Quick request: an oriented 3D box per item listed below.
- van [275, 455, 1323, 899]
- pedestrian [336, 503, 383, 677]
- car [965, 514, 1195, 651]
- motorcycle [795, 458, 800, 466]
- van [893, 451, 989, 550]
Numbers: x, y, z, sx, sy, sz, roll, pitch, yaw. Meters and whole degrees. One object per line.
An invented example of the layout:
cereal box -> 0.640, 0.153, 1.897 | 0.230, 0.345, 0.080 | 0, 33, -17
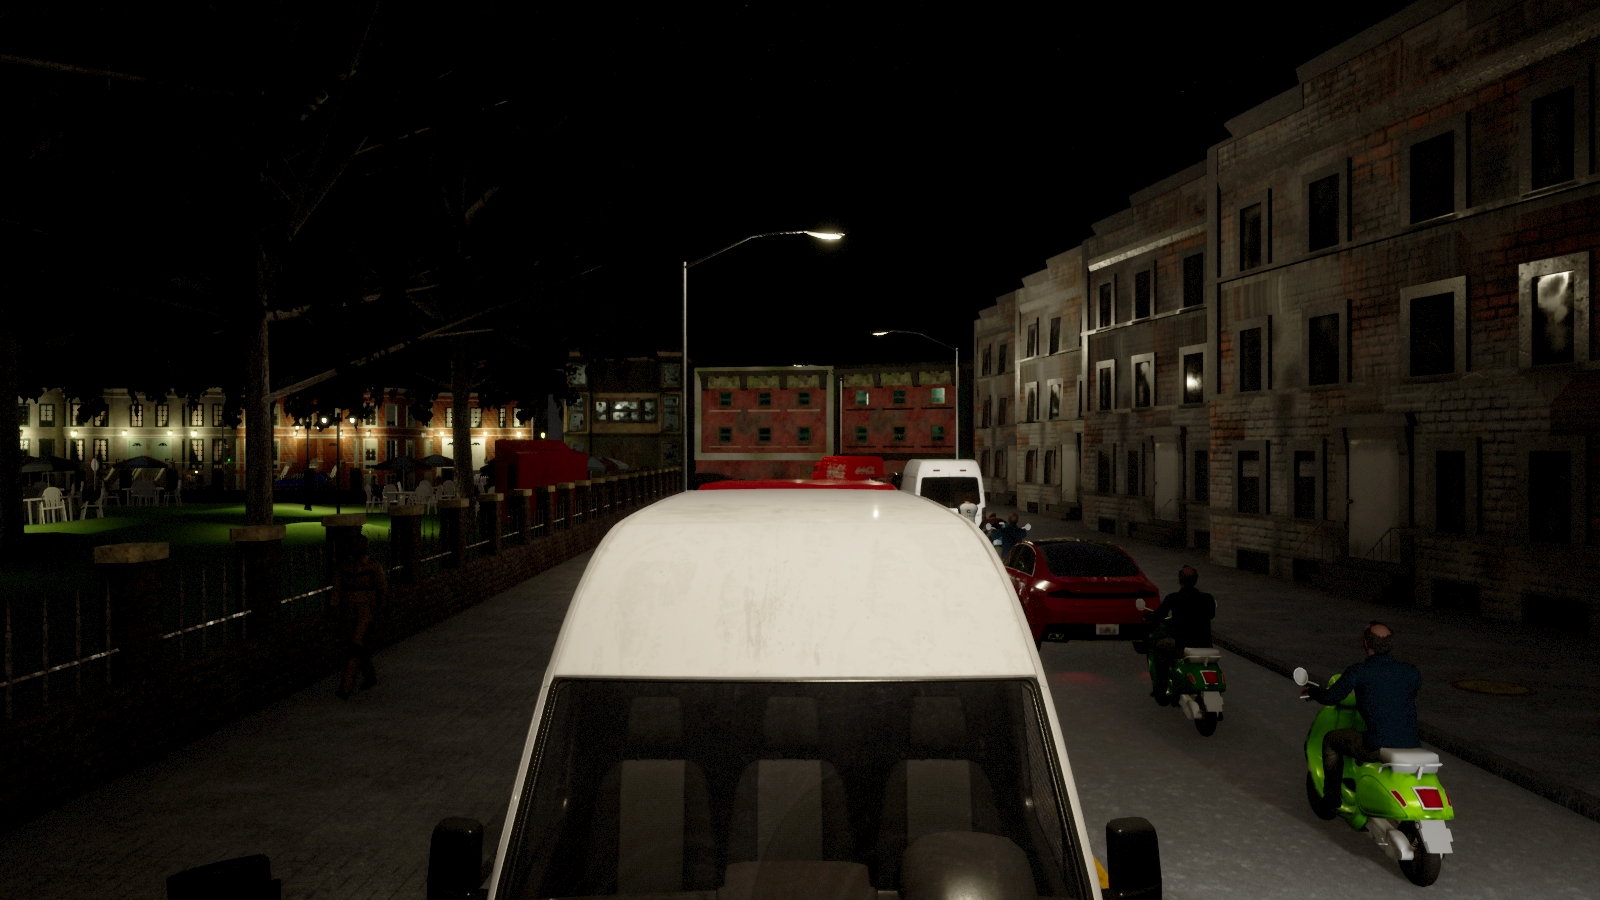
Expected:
van -> -0.006, 1.314, 5.127 | 1.988, 2.561, 5.915 | 0, 0, 0
pedestrian -> -4.831, 1.525, 12.532 | 0.375, 1.860, 0.375 | 0, 0, 0
car -> 3.953, 1.841, 17.118 | 2.231, 1.480, 4.892 | 0, 0, 0
motorcycle -> -0.384, 1.962, 183.190 | 0.856, 1.236, 1.805 | 0, 0, 0
van -> 3.906, 1.314, 32.634 | 1.988, 2.561, 5.915 | 0, 0, 0
